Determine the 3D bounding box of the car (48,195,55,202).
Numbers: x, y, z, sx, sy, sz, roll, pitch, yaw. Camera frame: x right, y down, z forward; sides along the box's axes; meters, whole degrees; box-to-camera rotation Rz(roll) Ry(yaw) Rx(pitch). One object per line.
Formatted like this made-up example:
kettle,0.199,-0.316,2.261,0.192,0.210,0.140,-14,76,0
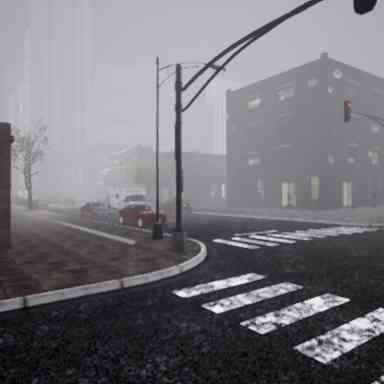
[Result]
car,-34.205,1.726,80.764,2.192,1.841,5.009,-1,0,-35

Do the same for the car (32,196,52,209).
car,-22.318,1.670,48.780,1.752,1.417,4.829,-1,0,-35

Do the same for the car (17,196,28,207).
car,-28.671,1.785,58.047,1.887,1.381,4.507,-1,0,-35

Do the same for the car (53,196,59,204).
car,-27.901,1.898,71.667,1.802,1.307,4.206,-1,0,-35

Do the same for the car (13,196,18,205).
car,-31.641,1.851,62.348,1.947,1.339,4.313,-1,0,-35

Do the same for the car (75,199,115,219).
car,-8.273,1.522,28.380,1.802,1.307,4.206,-1,0,-35

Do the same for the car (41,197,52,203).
car,-37.449,1.986,85.452,1.752,1.417,4.829,-1,0,-35

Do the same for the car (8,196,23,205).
car,-37.945,1.695,71.445,2.192,1.841,5.009,-1,0,-35

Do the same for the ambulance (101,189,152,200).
ambulance,-5.587,0.960,29.466,2.351,2.431,6.366,0,0,-35

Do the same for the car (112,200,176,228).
car,-3.147,1.412,20.981,1.887,1.381,4.507,-1,0,-35

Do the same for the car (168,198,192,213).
car,-1.798,1.371,34.204,1.967,1.590,4.097,-1,0,-35

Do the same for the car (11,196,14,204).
car,-34.791,1.899,66.897,1.947,1.339,4.313,-1,0,-35

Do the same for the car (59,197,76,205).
car,-24.753,1.708,67.118,1.967,1.590,4.097,-1,0,-35
